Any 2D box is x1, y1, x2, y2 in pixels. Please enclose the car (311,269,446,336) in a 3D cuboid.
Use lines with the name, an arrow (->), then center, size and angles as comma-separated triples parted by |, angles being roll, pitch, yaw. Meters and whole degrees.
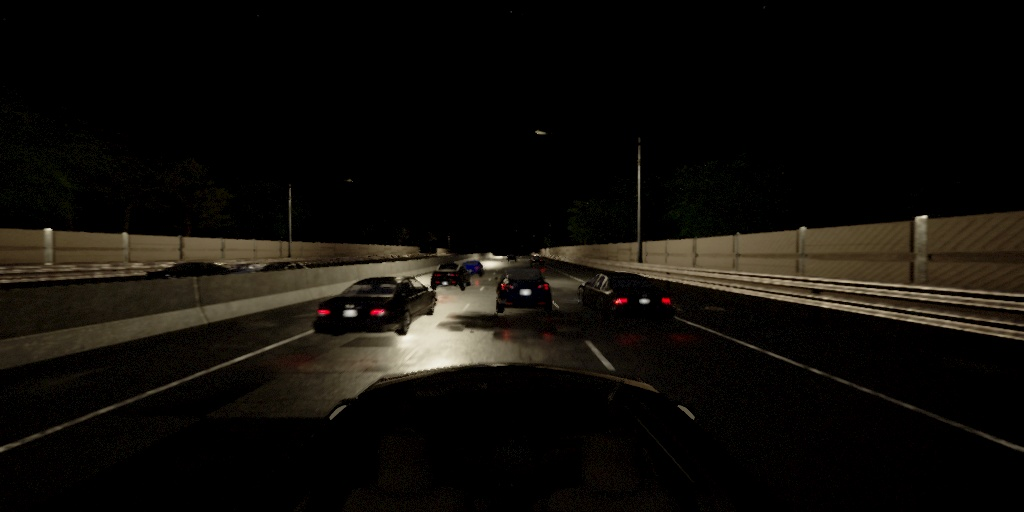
car -> -3.502, 1.275, 10.268 | 2.033, 1.411, 5.357 | 0, 0, 0

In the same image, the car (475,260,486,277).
car -> -3.510, 1.095, 32.276 | 1.812, 1.442, 4.674 | 0, 1, 0

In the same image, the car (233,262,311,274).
car -> -14.102, 1.169, 21.928 | 1.837, 1.490, 4.892 | 0, 0, 0

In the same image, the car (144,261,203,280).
car -> -21.098, 1.128, 23.560 | 1.882, 1.535, 5.008 | 0, 0, 0

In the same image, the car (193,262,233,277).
car -> -17.602, 1.197, 23.804 | 2.033, 1.411, 5.357 | 0, 0, 0

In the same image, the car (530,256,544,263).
car -> 3.583, 0.781, 51.547 | 2.128, 1.511, 4.902 | 0, 1, 0

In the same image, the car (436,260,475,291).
car -> -3.506, 1.175, 21.271 | 1.837, 1.490, 4.892 | 0, 0, 0

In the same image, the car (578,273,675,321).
car -> 3.597, 1.271, 12.246 | 2.033, 1.411, 5.357 | 0, 0, 0

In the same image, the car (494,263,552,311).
car -> 0.357, 1.217, 14.198 | 2.163, 1.488, 4.792 | 0, 0, -2
